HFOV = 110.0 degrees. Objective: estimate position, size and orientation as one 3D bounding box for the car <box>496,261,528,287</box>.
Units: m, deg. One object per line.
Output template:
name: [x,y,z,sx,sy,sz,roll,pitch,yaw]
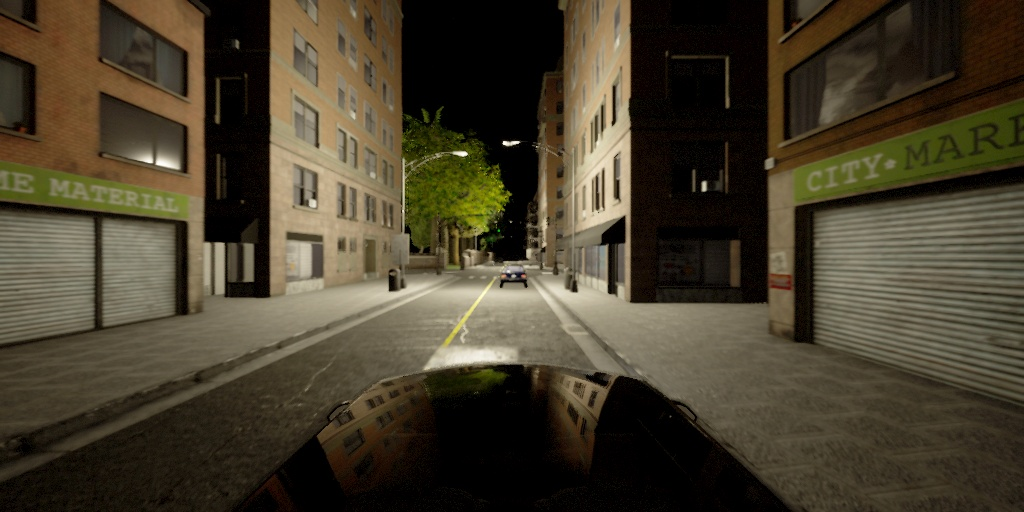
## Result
car: [0.106,1.287,24.433,2.033,1.411,5.357,0,0,0]
